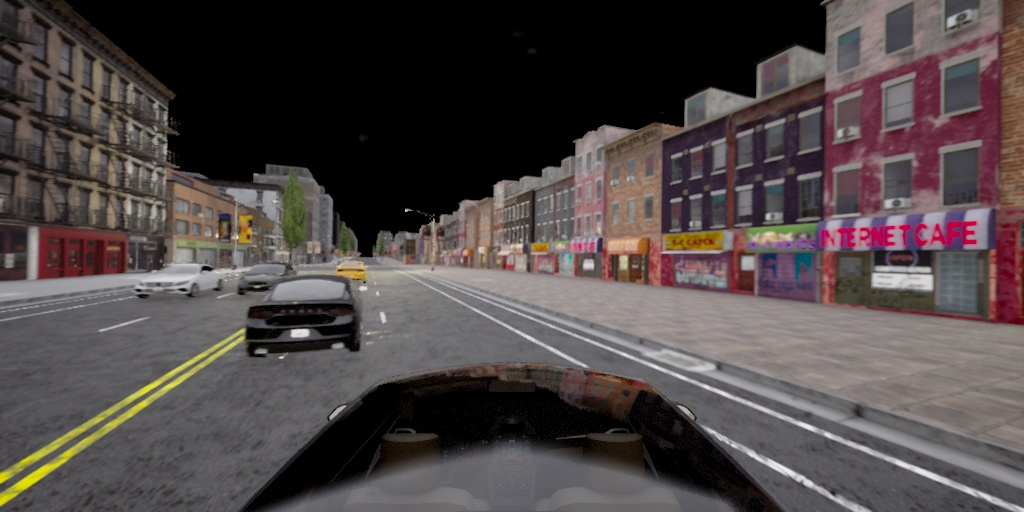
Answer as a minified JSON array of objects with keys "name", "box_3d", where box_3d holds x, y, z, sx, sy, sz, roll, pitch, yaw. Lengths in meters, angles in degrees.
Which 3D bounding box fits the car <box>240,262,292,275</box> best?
[{"name":"car","box_3d":[-12.050,1.085,17.969,1.837,1.490,4.892,1,0,-22]}]

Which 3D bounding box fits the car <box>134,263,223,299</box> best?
[{"name":"car","box_3d":[-14.933,1.048,16.427,1.812,1.442,4.674,1,0,-22]}]

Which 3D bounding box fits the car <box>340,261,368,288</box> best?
[{"name":"car","box_3d":[-11.289,1.101,25.359,1.882,1.535,5.008,1,0,-22]}]

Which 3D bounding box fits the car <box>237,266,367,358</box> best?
[{"name":"car","box_3d":[-4.520,1.155,8.411,1.882,1.535,5.008,1,0,-22]}]
